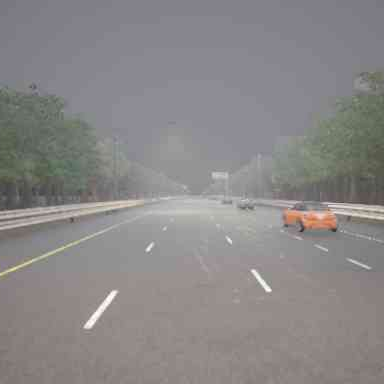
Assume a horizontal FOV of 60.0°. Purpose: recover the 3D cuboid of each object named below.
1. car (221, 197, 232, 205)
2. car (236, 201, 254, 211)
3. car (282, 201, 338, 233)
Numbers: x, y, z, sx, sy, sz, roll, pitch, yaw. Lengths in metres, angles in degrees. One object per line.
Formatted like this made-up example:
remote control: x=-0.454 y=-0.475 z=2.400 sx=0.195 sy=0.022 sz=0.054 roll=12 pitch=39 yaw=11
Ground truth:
car: x=7.301 y=1.798 z=70.389 sx=2.097 sy=1.767 sz=4.553 roll=0 pitch=0 yaw=0
car: x=7.131 y=1.838 z=45.137 sx=1.895 sy=1.301 sz=4.718 roll=0 pitch=0 yaw=0
car: x=7.032 y=1.409 z=20.332 sx=2.097 sy=1.767 sz=4.553 roll=0 pitch=0 yaw=0
